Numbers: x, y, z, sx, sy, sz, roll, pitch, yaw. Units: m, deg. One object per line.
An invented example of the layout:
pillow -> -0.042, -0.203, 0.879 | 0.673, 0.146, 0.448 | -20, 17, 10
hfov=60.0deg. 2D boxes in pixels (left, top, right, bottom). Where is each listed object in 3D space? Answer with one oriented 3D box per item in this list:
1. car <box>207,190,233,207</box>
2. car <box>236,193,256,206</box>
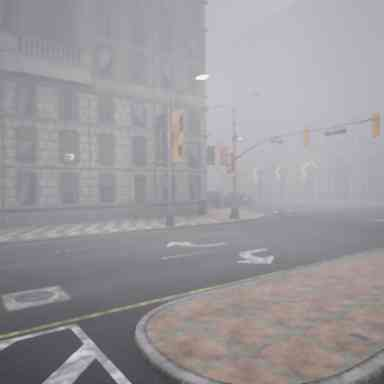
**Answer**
car -> 2.715, 0.814, 43.776 | 2.150, 2.045, 5.566 | -1, 1, -36
car -> 6.384, 0.892, 44.684 | 2.097, 1.767, 4.553 | -1, 1, -36
